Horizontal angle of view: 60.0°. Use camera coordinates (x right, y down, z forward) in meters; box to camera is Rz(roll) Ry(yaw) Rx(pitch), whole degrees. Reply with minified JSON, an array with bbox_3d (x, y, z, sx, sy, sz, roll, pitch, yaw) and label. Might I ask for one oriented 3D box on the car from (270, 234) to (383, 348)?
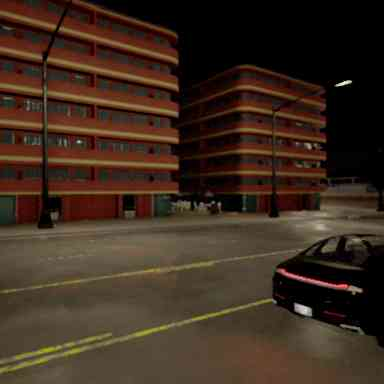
[{"bbox_3d":[3.618,1.558,6.320,4.902,1.511,2.128,1,-1,-35],"label":"car"}]
